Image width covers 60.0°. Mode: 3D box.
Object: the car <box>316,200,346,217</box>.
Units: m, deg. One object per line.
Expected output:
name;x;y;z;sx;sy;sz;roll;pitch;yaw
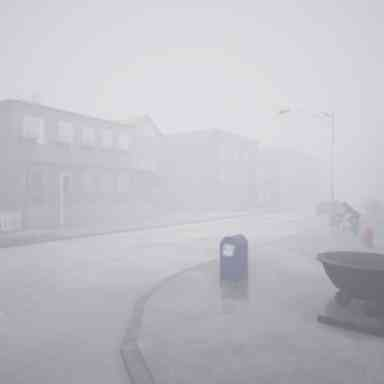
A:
car;13.109;1.459;31.198;2.128;1.511;4.902;0;0;35

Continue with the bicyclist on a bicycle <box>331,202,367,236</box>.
bicyclist on a bicycle;7.688;1.326;16.359;1.656;1.620;0.582;0;0;35

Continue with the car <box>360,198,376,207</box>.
car;26.839;1.568;50.463;1.895;1.301;4.718;0;0;35
